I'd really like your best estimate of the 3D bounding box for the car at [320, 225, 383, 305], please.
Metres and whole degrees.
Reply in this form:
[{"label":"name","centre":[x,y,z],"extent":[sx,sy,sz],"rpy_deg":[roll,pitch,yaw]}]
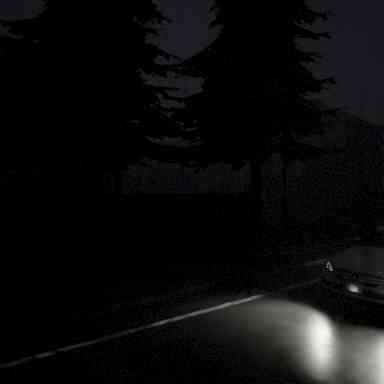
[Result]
[{"label":"car","centre":[4.821,1.459,7.410],"extent":[4.674,1.442,1.812],"rpy_deg":[-1,0,-36]}]
